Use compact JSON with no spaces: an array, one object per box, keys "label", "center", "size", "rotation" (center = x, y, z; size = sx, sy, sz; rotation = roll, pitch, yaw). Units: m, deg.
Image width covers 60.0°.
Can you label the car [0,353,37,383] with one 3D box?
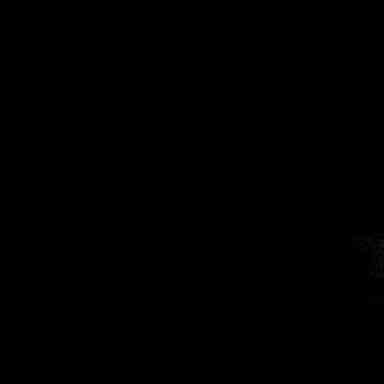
[{"label":"car","center":[-2.914,1.501,0.681],"size":[4.892,1.490,1.837],"rotation":[0,0,-36]}]
